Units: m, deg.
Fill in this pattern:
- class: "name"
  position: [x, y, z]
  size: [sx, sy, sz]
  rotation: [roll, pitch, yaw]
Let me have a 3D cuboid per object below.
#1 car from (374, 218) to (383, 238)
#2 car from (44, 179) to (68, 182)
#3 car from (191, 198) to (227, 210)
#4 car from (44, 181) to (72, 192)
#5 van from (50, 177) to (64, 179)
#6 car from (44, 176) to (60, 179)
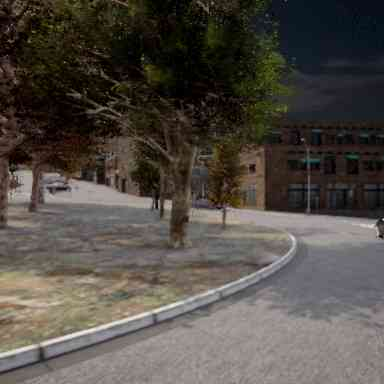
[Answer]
- class: "car"
  position: [10.598, 1.750, 16.418]
  size: [1.837, 1.490, 4.892]
  rotation: [1, -1, 12]
- class: "car"
  position: [-30.640, -1.446, 75.802]
  size: [5.366, 1.575, 1.946]
  rotation: [-1, 6, -45]
- class: "car"
  position: [1.921, 1.492, 42.579]
  size: [5.357, 1.411, 2.033]
  rotation: [3, 1, 42]
- class: "car"
  position: [-27.960, -0.935, 70.429]
  size: [4.892, 1.521, 2.231]
  rotation: [-1, 5, -45]
- class: "van"
  position: [-31.696, -1.926, 78.756]
  size: [4.442, 1.987, 1.878]
  rotation: [-1, 5, -45]
- class: "car"
  position: [-33.071, -2.204, 81.397]
  size: [5.566, 2.045, 2.435]
  rotation: [-1, 6, -45]
